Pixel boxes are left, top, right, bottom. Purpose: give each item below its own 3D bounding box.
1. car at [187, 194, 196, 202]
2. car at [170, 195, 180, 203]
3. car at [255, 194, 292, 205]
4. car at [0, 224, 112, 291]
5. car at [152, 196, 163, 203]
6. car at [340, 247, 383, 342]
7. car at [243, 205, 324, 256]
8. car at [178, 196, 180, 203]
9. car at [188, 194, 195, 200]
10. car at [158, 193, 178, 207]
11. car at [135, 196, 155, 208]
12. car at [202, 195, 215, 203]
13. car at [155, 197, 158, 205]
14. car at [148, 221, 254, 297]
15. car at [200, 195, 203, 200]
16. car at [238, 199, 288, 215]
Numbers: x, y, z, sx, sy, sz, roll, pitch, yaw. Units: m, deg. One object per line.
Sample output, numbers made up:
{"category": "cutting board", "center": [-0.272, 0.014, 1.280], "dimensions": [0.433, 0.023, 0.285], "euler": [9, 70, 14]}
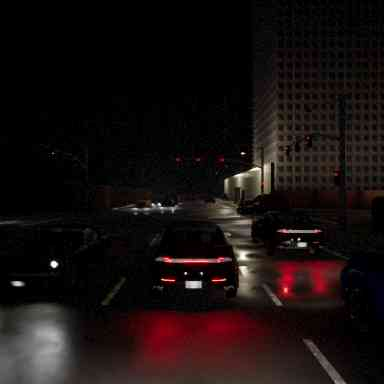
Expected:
{"category": "car", "center": [-0.099, 1.347, 78.818], "dimensions": [2.097, 1.767, 4.553], "euler": [0, 0, 0]}
{"category": "car", "center": [-3.589, 1.478, 71.173], "dimensions": [1.882, 1.535, 5.008], "euler": [0, 0, 0]}
{"category": "car", "center": [7.901, 1.263, 35.781], "dimensions": [5.566, 2.045, 2.150], "euler": [1, 0, 0]}
{"category": "car", "center": [-3.645, 1.601, 9.132], "dimensions": [1.895, 1.301, 4.718], "euler": [0, 0, -1]}
{"category": "car", "center": [-7.087, 1.601, 68.806], "dimensions": [1.895, 1.301, 4.718], "euler": [0, 0, 0]}
{"category": "car", "center": [3.596, 1.221, 3.319], "dimensions": [2.150, 2.045, 5.566], "euler": [0, 0, 0]}
{"category": "car", "center": [3.565, 1.492, 13.165], "dimensions": [2.128, 1.511, 4.902], "euler": [0, 0, 0]}
{"category": "car", "center": [-3.638, 1.221, 61.025], "dimensions": [2.150, 2.045, 5.566], "euler": [0, 0, 0]}
{"category": "car", "center": [-0.111, 1.328, 89.071], "dimensions": [1.837, 1.490, 4.892], "euler": [0, 0, 0]}
{"category": "car", "center": [-3.650, 1.352, 51.436], "dimensions": [2.097, 1.767, 4.553], "euler": [0, 0, 0]}
{"category": "car", "center": [-7.153, 1.478, 49.321], "dimensions": [1.882, 1.535, 5.008], "euler": [0, 0, 0]}
{"category": "car", "center": [3.515, 1.526, 66.614], "dimensions": [1.812, 1.442, 4.674], "euler": [0, 0, 0]}
{"category": "car", "center": [-7.153, 1.478, 58.643], "dimensions": [1.882, 1.535, 5.008], "euler": [0, 0, 0]}
{"category": "car", "center": [0.046, 1.492, 8.547], "dimensions": [2.128, 1.511, 4.902], "euler": [0, 0, 0]}
{"category": "car", "center": [3.388, 1.500, 89.170], "dimensions": [1.837, 1.490, 4.892], "euler": [0, 0, 0]}
{"category": "car", "center": [6.448, 1.603, 31.449], "dimensions": [4.181, 1.385, 1.994], "euler": [0, 0, -13]}
